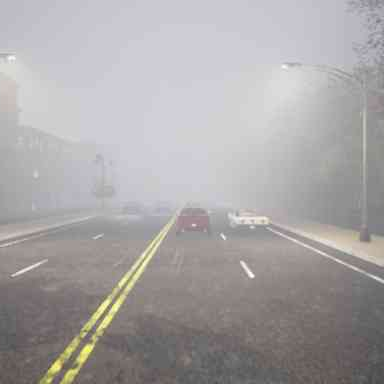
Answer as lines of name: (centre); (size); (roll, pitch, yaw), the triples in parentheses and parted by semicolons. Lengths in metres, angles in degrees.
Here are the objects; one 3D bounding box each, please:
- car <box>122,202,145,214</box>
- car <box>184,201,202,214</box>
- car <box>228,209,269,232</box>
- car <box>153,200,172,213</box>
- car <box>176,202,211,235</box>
car: (-6.581, 1.740, 37.735); (1.895, 1.301, 4.718); (0, 0, 0)
car: (0.100, 1.742, 38.096); (1.895, 1.301, 4.718); (0, 0, 0)
car: (3.349, 1.679, 20.656); (1.895, 1.301, 4.718); (0, 0, 0)
car: (-3.326, 1.691, 38.758); (2.033, 1.411, 5.357); (0, 0, 0)
car: (0.098, 1.551, 19.535); (1.882, 1.535, 5.008); (0, 0, 0)
